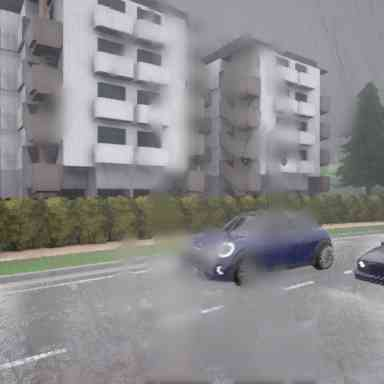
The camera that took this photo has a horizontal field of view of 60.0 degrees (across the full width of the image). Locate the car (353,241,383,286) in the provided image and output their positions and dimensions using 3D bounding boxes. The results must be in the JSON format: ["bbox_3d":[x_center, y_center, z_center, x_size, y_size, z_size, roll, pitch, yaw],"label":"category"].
[{"bbox_3d":[6.357,1.547,8.421,5.357,1.411,2.033,0,0,-34],"label":"car"}]

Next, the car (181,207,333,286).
[{"bbox_3d":[1.917,1.351,9.476,4.553,1.767,2.097,0,0,-34],"label":"car"}]
